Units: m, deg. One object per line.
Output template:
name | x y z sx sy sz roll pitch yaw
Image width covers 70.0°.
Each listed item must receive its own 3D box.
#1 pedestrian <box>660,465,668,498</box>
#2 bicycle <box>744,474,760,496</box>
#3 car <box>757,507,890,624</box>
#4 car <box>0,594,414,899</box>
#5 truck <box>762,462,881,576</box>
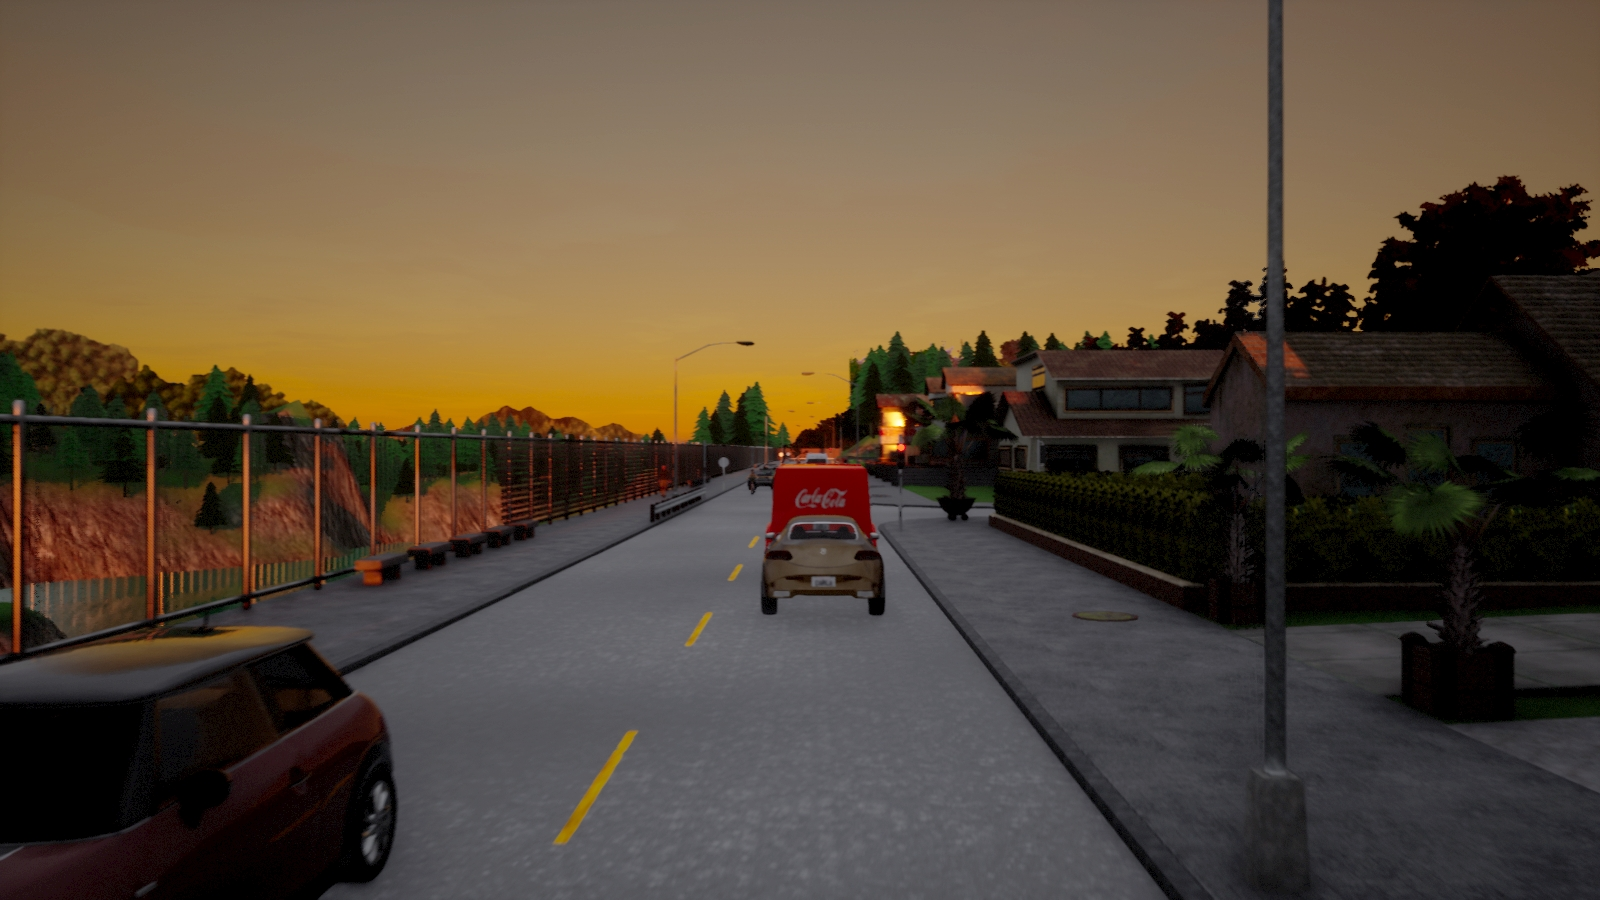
pedestrian | -7.570 1.740 63.405 0.375 1.860 0.375 0 0 6
bicycle | -2.928 2.150 70.105 0.859 1.276 1.487 0 -5 1
car | 0.412 1.991 21.036 2.152 1.651 5.027 0 0 1
car | -3.791 1.904 5.781 2.097 1.767 4.553 0 0 1
truck | 0.507 1.568 27.956 2.627 2.467 5.204 0 0 1
